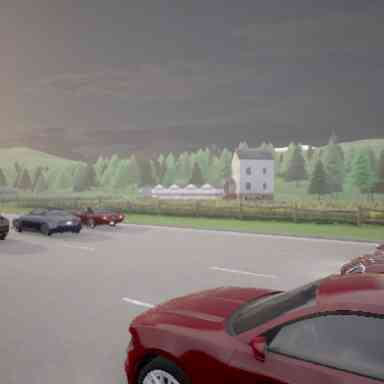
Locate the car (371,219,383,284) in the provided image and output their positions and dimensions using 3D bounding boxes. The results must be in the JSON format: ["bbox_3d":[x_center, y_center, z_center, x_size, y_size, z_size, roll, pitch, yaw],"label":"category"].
[{"bbox_3d":[6.887,1.528,7.681,4.674,1.442,1.812,0,0,35],"label":"car"}]

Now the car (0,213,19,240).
[{"bbox_3d":[-10.372,1.469,15.453,4.892,1.490,1.837,-1,-1,35],"label":"car"}]

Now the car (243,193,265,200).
[{"bbox_3d":[13.612,1.151,73.139,4.605,1.855,1.932,0,0,35],"label":"car"}]

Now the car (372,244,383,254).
[{"bbox_3d":[4.607,1.353,5.004,4.553,1.767,2.097,0,0,35],"label":"car"}]

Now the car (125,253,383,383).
[{"bbox_3d":[1.596,1.477,2.836,5.008,1.535,1.882,0,0,35],"label":"car"}]

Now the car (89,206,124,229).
[{"bbox_3d":[-6.643,1.567,21.387,4.718,1.301,1.895,0,0,35],"label":"car"}]

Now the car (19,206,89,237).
[{"bbox_3d":[-7.845,1.533,17.960,4.181,1.385,1.994,0,0,35],"label":"car"}]
